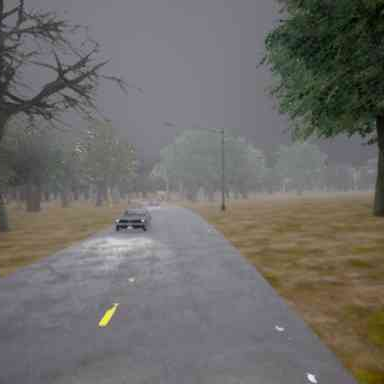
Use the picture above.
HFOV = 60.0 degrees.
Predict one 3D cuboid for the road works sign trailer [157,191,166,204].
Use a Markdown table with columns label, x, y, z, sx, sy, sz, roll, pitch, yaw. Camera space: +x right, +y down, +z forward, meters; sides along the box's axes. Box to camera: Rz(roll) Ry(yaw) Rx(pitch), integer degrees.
| label | x | y | z | sx | sy | sz | roll | pitch | yaw |
| --- | --- | --- | --- | --- | --- | --- | --- | --- | --- |
| road works sign trailer | -8.456 | 1.342 | 90.928 | 2.380 | 3.560 | 2.880 | 0 | -1 | -11 |

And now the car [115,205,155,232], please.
| label | x | y | z | sx | sy | sz | roll | pitch | yaw |
| --- | --- | --- | --- | --- | --- | --- | --- | --- | --- |
| car | -3.607 | 1.725 | 21.074 | 1.895 | 1.301 | 4.718 | 0 | 0 | -3 |

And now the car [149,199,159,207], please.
| label | x | y | z | sx | sy | sz | roll | pitch | yaw |
| --- | --- | --- | --- | --- | --- | --- | --- | --- | --- |
| car | -7.135 | 1.983 | 62.893 | 2.128 | 1.511 | 4.902 | 0 | -1 | -7 |
